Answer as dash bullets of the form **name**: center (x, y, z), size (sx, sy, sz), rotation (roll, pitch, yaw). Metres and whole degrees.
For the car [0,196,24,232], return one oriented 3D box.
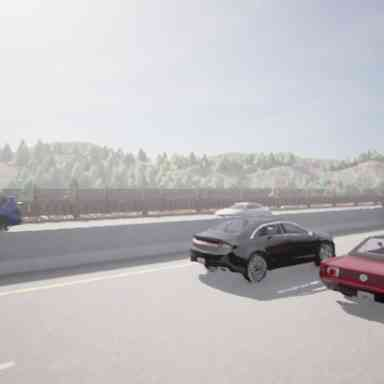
- **car**: center (-11.765, 1.221, 17.095), size (5.566, 2.045, 2.150), rotation (0, 0, -36)

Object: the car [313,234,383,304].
- **car**: center (4.939, 1.582, 7.271), size (4.718, 1.301, 1.895), rotation (0, 0, -36)

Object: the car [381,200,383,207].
- **car**: center (27.696, 1.364, 45.304), size (5.008, 1.535, 1.882), rotation (0, 0, -36)

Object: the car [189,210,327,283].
- **car**: center (2.199, 1.475, 9.616), size (4.902, 1.511, 2.128), rotation (0, 0, -36)

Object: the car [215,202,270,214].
- **car**: center (3.694, 1.486, 23.809), size (4.674, 1.442, 1.812), rotation (0, 0, -36)
